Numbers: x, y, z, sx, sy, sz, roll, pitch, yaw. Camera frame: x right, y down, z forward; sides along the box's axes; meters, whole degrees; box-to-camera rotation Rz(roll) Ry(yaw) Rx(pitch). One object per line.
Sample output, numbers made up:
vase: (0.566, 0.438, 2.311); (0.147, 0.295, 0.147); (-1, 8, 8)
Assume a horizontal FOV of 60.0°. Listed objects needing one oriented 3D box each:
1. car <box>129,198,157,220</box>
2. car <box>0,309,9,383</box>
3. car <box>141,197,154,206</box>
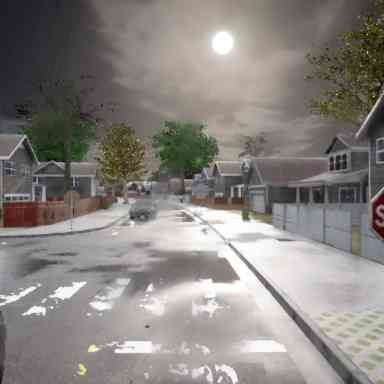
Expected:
car: (-3.982, 1.348, 27.737); (2.097, 1.767, 4.553); (0, 0, -5)
car: (-2.793, 1.514, 1.488); (1.837, 1.490, 4.892); (0, 0, 0)
car: (-7.068, 1.538, 52.776); (1.895, 1.301, 4.718); (0, 0, -10)
